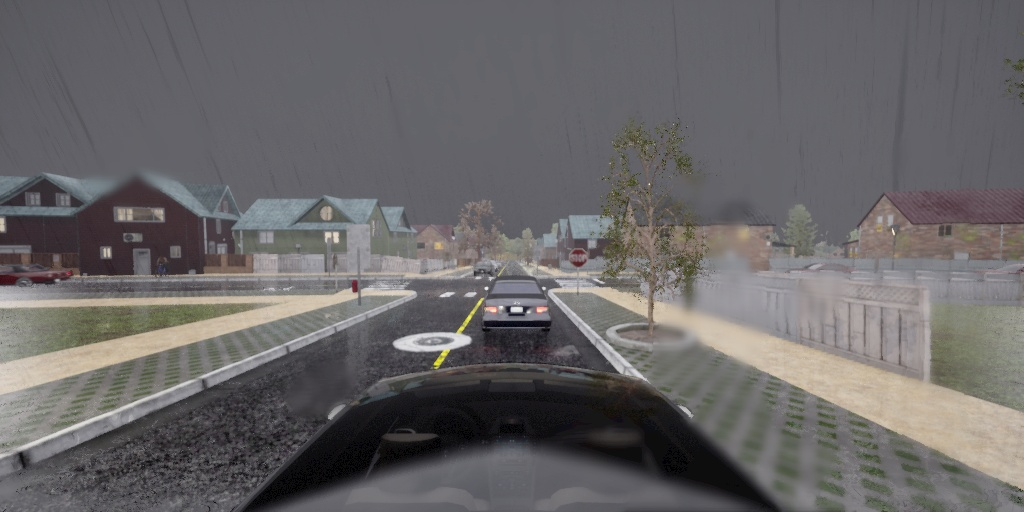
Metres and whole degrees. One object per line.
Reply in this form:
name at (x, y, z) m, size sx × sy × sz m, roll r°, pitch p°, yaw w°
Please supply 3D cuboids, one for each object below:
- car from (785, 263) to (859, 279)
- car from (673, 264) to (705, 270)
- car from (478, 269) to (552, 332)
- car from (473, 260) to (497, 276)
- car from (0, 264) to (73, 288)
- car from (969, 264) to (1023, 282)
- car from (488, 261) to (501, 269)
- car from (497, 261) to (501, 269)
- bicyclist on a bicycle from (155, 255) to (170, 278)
car at (22.795, 1.240, 26.395) m, size 4.674 × 1.442 × 1.812 m, roll 0°, pitch 3°, yaw 6°
car at (12.569, 1.240, 27.133) m, size 4.181 × 1.385 × 1.994 m, roll 0°, pitch 3°, yaw 2°
car at (0.103, 1.291, 10.820) m, size 2.033 × 1.411 × 5.357 m, roll 0°, pitch 0°, yaw 0°
car at (-2.847, 1.263, 36.540) m, size 1.837 × 1.490 × 4.892 m, roll 0°, pitch -1°, yaw 0°
car at (-29.533, 1.170, 20.941) m, size 4.718 × 1.301 × 1.895 m, roll 0°, pitch 3°, yaw -19°
car at (34.726, 1.286, 24.473) m, size 5.008 × 1.535 × 1.882 m, roll 1°, pitch 3°, yaw 13°
car at (-2.797, 1.415, 59.112) m, size 1.895 × 1.301 × 4.718 m, roll 0°, pitch 0°, yaw 1°
car at (-2.840, 1.306, 47.595) m, size 1.812 × 1.442 × 4.674 m, roll 0°, pitch 0°, yaw 0°
bicyclist on a bicycle at (-24.881, 0.757, 25.543) m, size 0.582 × 1.620 × 1.656 m, roll 0°, pitch 3°, yaw -16°
